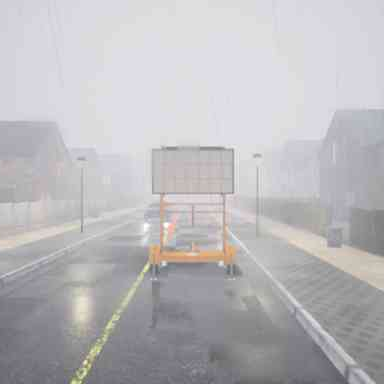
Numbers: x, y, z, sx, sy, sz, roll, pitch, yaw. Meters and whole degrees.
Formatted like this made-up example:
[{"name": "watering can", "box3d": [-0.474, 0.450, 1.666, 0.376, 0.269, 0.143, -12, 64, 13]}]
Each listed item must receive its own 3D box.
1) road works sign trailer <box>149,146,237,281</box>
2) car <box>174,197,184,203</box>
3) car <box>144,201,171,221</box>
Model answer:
[{"name": "road works sign trailer", "box3d": [0.029, 0.465, 9.852, 2.380, 3.560, 2.880, 0, 0, 1]}, {"name": "car", "box3d": [-2.586, 1.817, 68.638, 1.994, 1.385, 4.181, 0, 0, 0]}, {"name": "car", "box3d": [-2.783, 1.508, 27.620, 1.882, 1.535, 5.008, 0, 0, 0]}]
